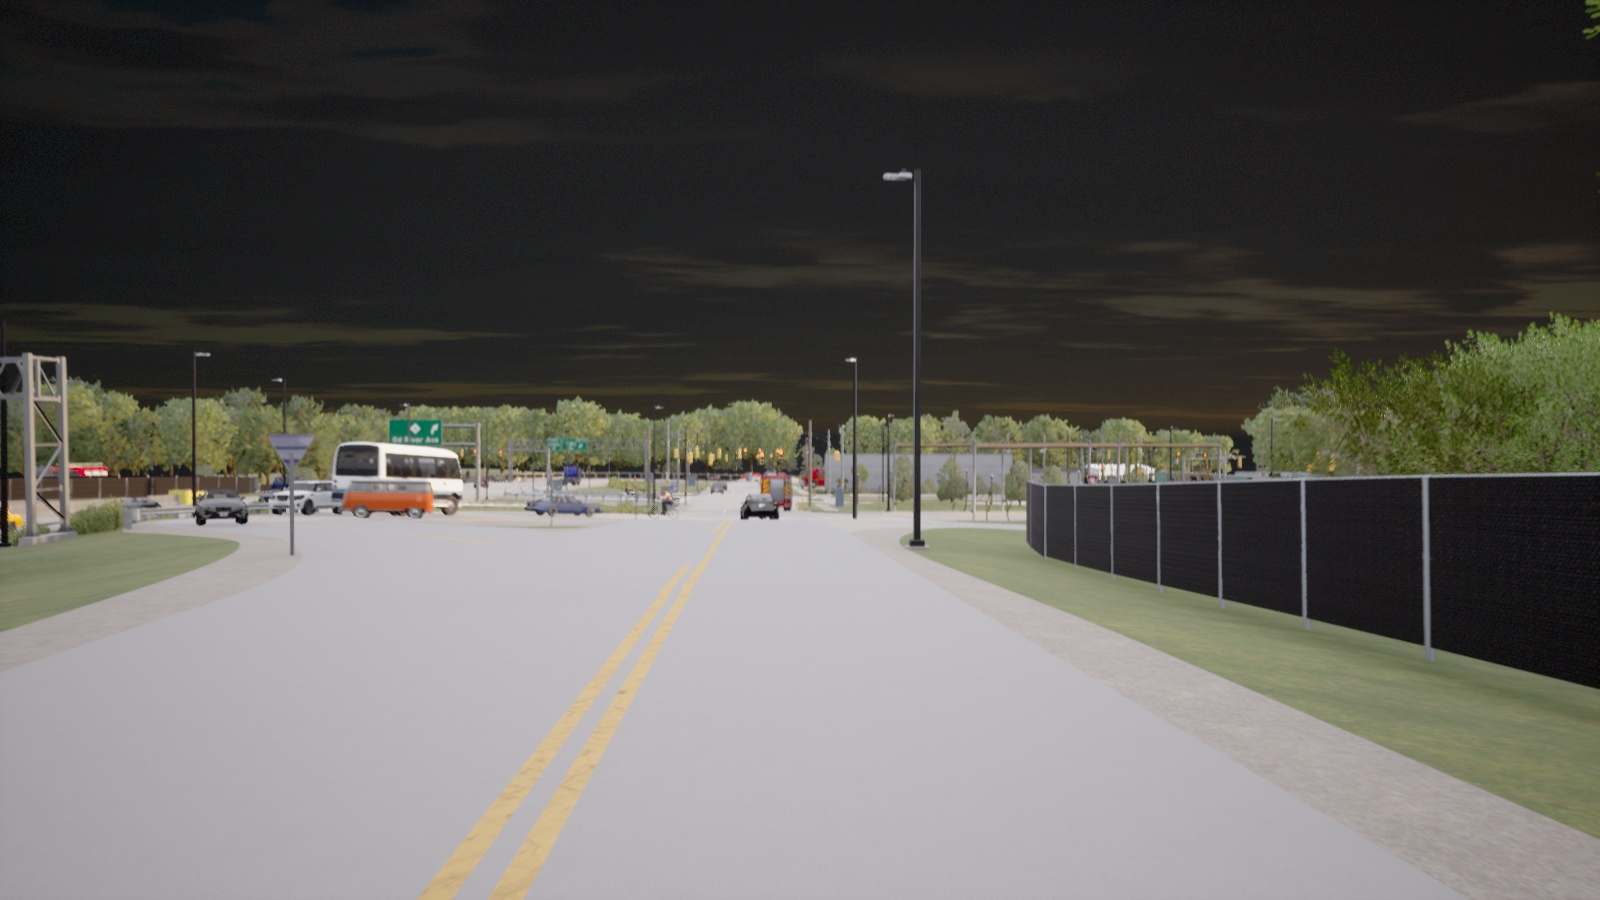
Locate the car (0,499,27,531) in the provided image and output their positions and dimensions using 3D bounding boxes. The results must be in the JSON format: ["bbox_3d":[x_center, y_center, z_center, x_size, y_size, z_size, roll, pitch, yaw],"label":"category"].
[{"bbox_3d":[-42.218,3.395,64.566,1.801,1.575,5.366,0,-1,-2],"label":"car"}]

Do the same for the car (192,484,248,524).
[{"bbox_3d":[-23.355,2.140,50.526,1.816,1.474,4.193,0,-1,-28],"label":"car"}]

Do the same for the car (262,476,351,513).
[{"bbox_3d":[-28.823,2.602,73.571,2.150,2.045,5.566,0,-2,11],"label":"car"}]

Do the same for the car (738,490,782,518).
[{"bbox_3d":[-2.304,3.076,70.475,2.163,1.488,4.792,0,-4,-6],"label":"car"}]

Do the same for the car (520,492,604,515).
[{"bbox_3d":[-16.401,3.679,86.618,5.357,1.411,2.033,3,-1,-42],"label":"car"}]

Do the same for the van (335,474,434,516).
[{"bbox_3d":[-20.573,2.274,62.369,4.442,1.987,1.775,1,-4,-13],"label":"van"}]

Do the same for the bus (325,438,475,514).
[{"bbox_3d":[-24.162,1.691,76.677,3.944,4.253,10.273,1,-2,13],"label":"bus"}]
